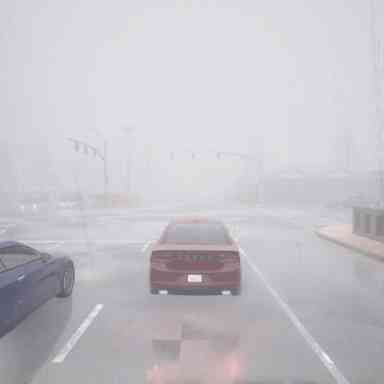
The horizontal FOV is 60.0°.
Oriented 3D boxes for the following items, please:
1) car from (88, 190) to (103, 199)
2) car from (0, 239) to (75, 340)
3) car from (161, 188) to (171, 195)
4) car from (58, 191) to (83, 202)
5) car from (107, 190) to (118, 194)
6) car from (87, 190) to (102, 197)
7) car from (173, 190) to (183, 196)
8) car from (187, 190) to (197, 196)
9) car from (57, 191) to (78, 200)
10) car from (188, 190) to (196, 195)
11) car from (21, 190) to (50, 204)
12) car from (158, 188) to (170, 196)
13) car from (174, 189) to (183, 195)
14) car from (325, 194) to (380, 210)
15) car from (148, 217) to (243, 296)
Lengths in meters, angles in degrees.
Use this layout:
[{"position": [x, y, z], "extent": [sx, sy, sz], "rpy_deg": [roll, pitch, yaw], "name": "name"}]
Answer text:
[{"position": [-17.548, 0.515, 60.765], "extent": [1.812, 1.442, 4.674], "rpy_deg": [0, 1, -1], "name": "car"}, {"position": [-3.434, 1.459, 5.274], "extent": [1.812, 1.442, 4.674], "rpy_deg": [0, 1, 0], "name": "car"}, {"position": [-6.981, -0.144, 89.198], "extent": [2.097, 1.767, 4.553], "rpy_deg": [0, 1, 1], "name": "car"}, {"position": [-17.604, 0.681, 49.088], "extent": [2.128, 1.511, 4.902], "rpy_deg": [0, 1, -1], "name": "car"}, {"position": [-17.484, 0.327, 73.246], "extent": [1.994, 1.385, 4.181], "rpy_deg": [0, 1, 0], "name": "car"}, {"position": [-20.984, 0.303, 71.594], "extent": [1.837, 1.490, 4.892], "rpy_deg": [0, 1, 0], "name": "car"}, {"position": [-3.482, 0.249, 77.826], "extent": [1.994, 1.385, 4.181], "rpy_deg": [0, 1, 0], "name": "car"}, {"position": [0.019, 0.200, 77.611], "extent": [1.837, 1.490, 4.892], "rpy_deg": [0, 1, 0], "name": "car"}, {"position": [-21.063, 0.591, 56.359], "extent": [1.812, 1.442, 4.674], "rpy_deg": [0, 2, 0], "name": "car"}, {"position": [0.019, 0.116, 88.060], "extent": [1.895, 1.301, 4.718], "rpy_deg": [0, 1, 0], "name": "car"}, {"position": [-21.087, 0.615, 44.862], "extent": [2.097, 1.767, 4.553], "rpy_deg": [0, 1, 0], "name": "car"}, {"position": [-6.983, 0.221, 78.688], "extent": [2.033, 1.411, 5.357], "rpy_deg": [0, 1, 0], "name": "car"}, {"position": [-3.481, 0.068, 87.613], "extent": [2.033, 1.411, 5.357], "rpy_deg": [0, 1, 0], "name": "car"}, {"position": [15.515, 0.983, 32.249], "extent": [4.892, 1.490, 1.837], "rpy_deg": [0, 1, 2], "name": "car"}, {"position": [0.114, 1.363, 8.458], "extent": [1.882, 1.535, 5.008], "rpy_deg": [0, 1, 1], "name": "car"}]
